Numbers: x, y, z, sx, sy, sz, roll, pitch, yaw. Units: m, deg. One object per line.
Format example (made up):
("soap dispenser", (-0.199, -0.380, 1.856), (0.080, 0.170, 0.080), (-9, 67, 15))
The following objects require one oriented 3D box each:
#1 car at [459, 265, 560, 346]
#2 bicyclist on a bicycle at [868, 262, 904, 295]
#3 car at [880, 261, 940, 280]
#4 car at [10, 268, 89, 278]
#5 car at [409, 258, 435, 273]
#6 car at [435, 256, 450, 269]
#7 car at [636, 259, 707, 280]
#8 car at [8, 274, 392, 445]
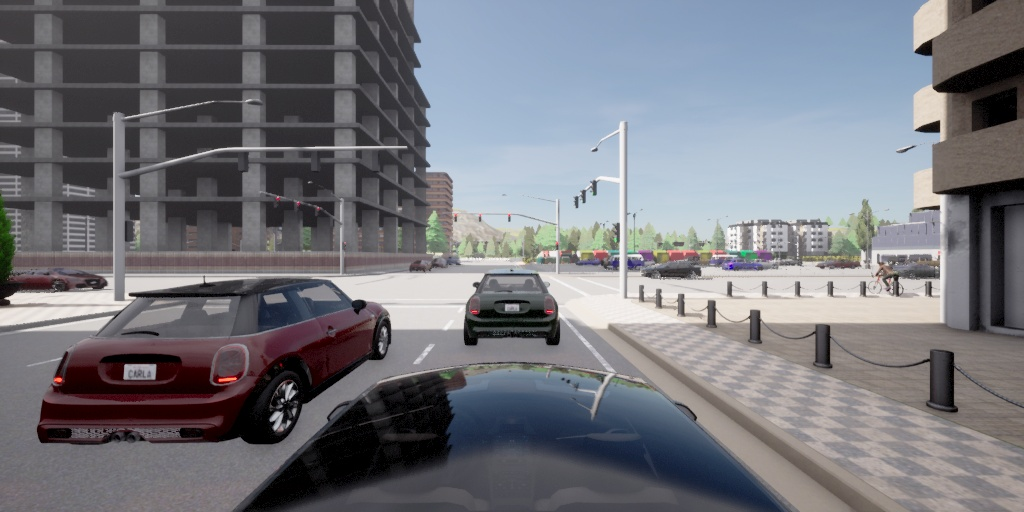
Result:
("car", (-0.020, 1.102, 9.605), (2.097, 1.767, 4.553), (0, 0, -1))
("bicyclist on a bicycle", (18.070, 1.106, 17.374), (0.582, 1.620, 1.656), (0, 0, 0))
("car", (35.545, 1.369, 31.968), (4.181, 1.385, 1.994), (0, 0, 0))
("car", (-26.342, 1.369, 20.832), (4.181, 1.385, 1.994), (0, 0, 0))
("car", (-11.366, 1.227, 44.752), (1.882, 1.535, 5.008), (0, 0, 0))
("car", (-11.478, 1.102, 55.546), (2.097, 1.767, 4.553), (0, 0, 0))
("car", (14.113, 1.283, 31.828), (5.008, 1.535, 1.882), (0, 0, 0))
("car", (-3.483, 1.102, 5.471), (2.097, 1.767, 4.553), (0, 0, 0))
